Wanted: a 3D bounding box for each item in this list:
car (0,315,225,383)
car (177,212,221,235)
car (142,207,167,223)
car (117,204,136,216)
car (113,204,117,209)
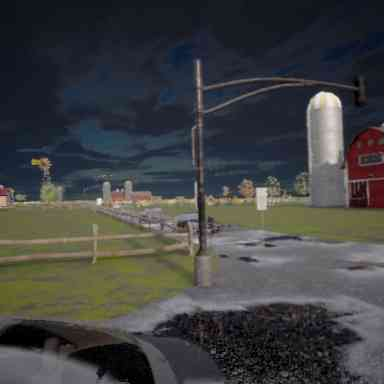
[{"bbox_3d":[-2.087,1.636,1.701,4.892,1.490,1.837,-1,-2,-19],"label":"car"},{"bbox_3d":[0.143,2.100,23.040,2.033,1.411,5.357,-1,-1,-20],"label":"car"},{"bbox_3d":[-4.010,2.406,34.766,1.837,1.490,4.892,-1,-1,-19],"label":"car"},{"bbox_3d":[-9.920,2.887,51.601,2.128,1.511,4.902,-1,-1,-19],"label":"car"},{"bbox_3d":[-19.474,3.815,86.885,1.895,1.301,4.718,-1,-1,-20],"label":"car"}]
